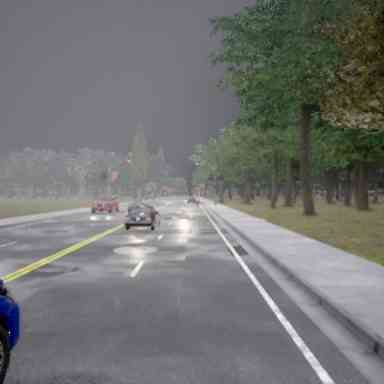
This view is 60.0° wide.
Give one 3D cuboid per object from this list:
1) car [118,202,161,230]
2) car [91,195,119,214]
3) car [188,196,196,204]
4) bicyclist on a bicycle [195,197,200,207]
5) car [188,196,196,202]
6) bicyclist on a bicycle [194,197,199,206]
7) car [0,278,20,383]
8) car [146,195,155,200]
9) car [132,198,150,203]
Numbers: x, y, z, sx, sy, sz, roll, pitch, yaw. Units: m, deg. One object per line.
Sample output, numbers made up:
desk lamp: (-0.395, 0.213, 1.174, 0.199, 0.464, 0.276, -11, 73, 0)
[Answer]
car: (-3.160, 1.647, 21.976, 2.033, 1.411, 5.357, 0, 0, 0)
car: (-9.864, 1.400, 38.201, 2.150, 2.045, 5.566, 0, 0, 0)
car: (-0.040, 1.868, 76.153, 1.837, 1.490, 4.892, 0, 0, 0)
bicyclist on a bicycle: (0.879, 1.677, 50.426, 0.866, 1.612, 1.509, 0, 0, 0)
car: (-0.046, 1.806, 87.272, 2.128, 1.511, 4.902, 0, 0, 0)
bicyclist on a bicycle: (0.876, 1.724, 59.665, 0.866, 1.612, 1.509, 0, 0, 0)
car: (-3.151, 1.229, 1.662, 2.150, 2.045, 5.566, 0, 0, 0)
car: (-9.792, 1.356, 78.920, 2.097, 1.767, 4.553, 0, 0, 0)
car: (-6.609, 1.754, 40.377, 1.994, 1.385, 4.181, 0, 0, 0)
